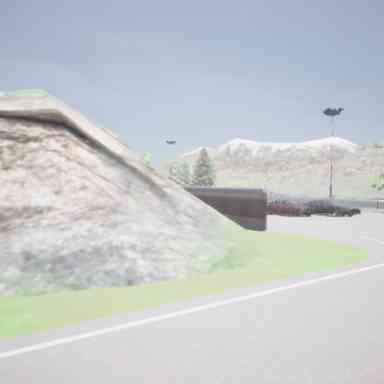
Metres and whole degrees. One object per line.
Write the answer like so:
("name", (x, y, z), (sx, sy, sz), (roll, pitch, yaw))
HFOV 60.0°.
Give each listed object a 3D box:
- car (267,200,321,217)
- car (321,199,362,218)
("car", (8.380, 1.348, 28.478), (1.994, 1.385, 4.181), (0, 1, -34))
("car", (11.994, 1.375, 29.376), (2.033, 1.411, 5.357), (0, 1, -34))
